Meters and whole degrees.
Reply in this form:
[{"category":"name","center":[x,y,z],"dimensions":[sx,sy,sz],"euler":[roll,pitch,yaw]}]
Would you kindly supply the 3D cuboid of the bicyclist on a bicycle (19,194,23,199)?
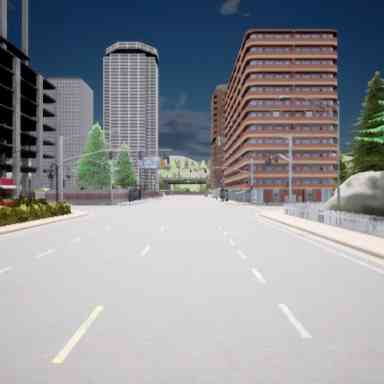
[{"category":"bicyclist on a bicycle","center":[-27.886,1.219,54.094],"dimensions":[0.582,1.620,1.656],"euler":[0,0,0]}]
